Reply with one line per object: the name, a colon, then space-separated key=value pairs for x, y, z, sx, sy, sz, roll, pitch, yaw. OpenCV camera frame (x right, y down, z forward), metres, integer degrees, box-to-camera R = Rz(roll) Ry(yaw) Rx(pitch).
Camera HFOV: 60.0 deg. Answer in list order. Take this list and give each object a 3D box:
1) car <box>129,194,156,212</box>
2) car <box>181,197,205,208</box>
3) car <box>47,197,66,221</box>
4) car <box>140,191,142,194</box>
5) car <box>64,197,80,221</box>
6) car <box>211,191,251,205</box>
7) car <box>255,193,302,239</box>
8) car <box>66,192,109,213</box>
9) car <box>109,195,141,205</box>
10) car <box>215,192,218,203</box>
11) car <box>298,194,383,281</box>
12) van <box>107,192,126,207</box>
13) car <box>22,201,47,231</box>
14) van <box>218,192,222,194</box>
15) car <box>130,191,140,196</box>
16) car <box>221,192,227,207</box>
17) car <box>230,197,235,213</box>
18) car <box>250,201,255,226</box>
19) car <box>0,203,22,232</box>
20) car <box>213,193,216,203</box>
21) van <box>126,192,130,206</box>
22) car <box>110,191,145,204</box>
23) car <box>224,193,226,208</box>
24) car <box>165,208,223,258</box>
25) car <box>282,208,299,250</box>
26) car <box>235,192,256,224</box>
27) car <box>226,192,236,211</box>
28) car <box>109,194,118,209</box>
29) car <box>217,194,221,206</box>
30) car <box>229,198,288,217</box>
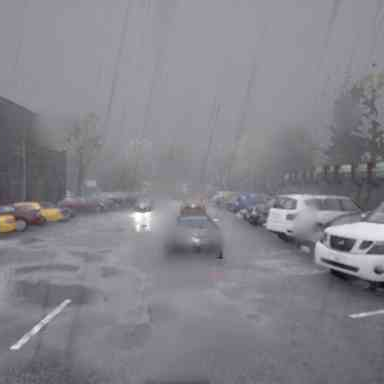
car: x=-5.086 y=1.308 z=36.480 sx=2.128 sy=1.511 sz=4.902 roll=0 pitch=0 yaw=0
car: x=0.095 y=1.204 z=29.394 sx=2.097 sy=1.767 sz=4.553 roll=0 pitch=0 yaw=0
car: x=-11.176 y=1.379 z=21.380 sx=5.366 sy=1.575 sz=1.946 roll=-1 pitch=1 yaw=-20
car: x=-10.956 y=0.975 z=51.054 sx=5.566 sy=2.045 sz=2.435 roll=-1 pitch=0 yaw=-20
car: x=-10.979 y=1.394 z=24.426 sx=4.792 sy=1.488 sz=2.163 roll=-1 pitch=0 yaw=-20
car: x=5.993 y=0.975 z=50.865 sx=5.566 sy=2.045 sz=2.435 roll=1 pitch=0 yaw=-20
car: x=5.966 y=1.162 z=14.591 sx=5.566 sy=2.045 sz=2.435 roll=1 pitch=0 yaw=-20
car: x=-11.025 y=1.195 z=33.276 sx=4.553 sy=1.767 sz=2.185 roll=-1 pitch=0 yaw=-20
car: x=-10.957 y=1.240 z=54.022 sx=4.792 sy=1.488 sz=2.163 roll=-1 pitch=0 yaw=-20
car: x=5.998 y=1.133 z=44.808 sx=4.553 sy=1.767 sz=2.185 roll=1 pitch=1 yaw=-20
car: x=5.905 y=1.191 z=8.524 sx=5.566 sy=2.045 sz=2.435 roll=1 pitch=1 yaw=-20
van: x=-11.098 y=1.050 z=42.118 sx=4.442 sy=1.987 sz=1.878 roll=-1 pitch=1 yaw=-20
car: x=-11.009 y=1.394 z=18.496 sx=5.008 sy=1.535 sz=2.097 roll=-1 pitch=1 yaw=-20
van: x=6.071 y=1.050 z=41.824 sx=4.442 sy=1.987 sz=1.878 roll=1 pitch=0 yaw=-20
car: x=-10.960 y=0.991 z=48.094 sx=5.566 sy=2.045 sz=2.435 roll=-1 pitch=0 yaw=-20
car: x=5.918 y=1.180 z=35.737 sx=4.553 sy=1.767 sz=2.185 roll=1 pitch=0 yaw=-20
car: x=5.768 y=1.362 z=23.583 sx=5.366 sy=1.575 sz=1.946 roll=1 pitch=1 yaw=-20
car: x=5.922 y=1.398 z=17.613 sx=4.892 sy=1.521 sz=2.231 roll=1 pitch=0 yaw=-20
car: x=-11.182 y=1.409 z=15.463 sx=5.366 sy=1.575 sz=1.946 roll=-1 pitch=1 yaw=-20
car: x=5.949 y=0.991 z=47.805 sx=5.566 sy=2.045 sz=2.435 roll=1 pitch=1 yaw=-20
van: x=-11.094 y=1.034 z=45.077 sx=4.442 sy=1.987 sz=1.878 roll=-1 pitch=1 yaw=-20
car: x=-10.995 y=0.944 z=56.938 sx=5.566 sy=2.045 sz=2.435 roll=-1 pitch=1 yaw=-20
car: x=5.923 y=1.195 z=32.708 sx=4.553 sy=1.767 sz=2.185 roll=1 pitch=0 yaw=-20
car: x=0.074 y=1.501 z=12.575 sx=1.994 sy=1.385 sz=4.181 roll=0 pitch=0 yaw=0
car: x=5.901 y=1.457 z=11.549 sx=4.792 sy=1.488 sz=2.163 roll=1 pitch=1 yaw=-20
car: x=5.910 y=1.131 z=20.619 sx=5.566 sy=2.045 sz=2.435 roll=1 pitch=1 yaw=-20
car: x=5.975 y=1.101 z=26.681 sx=5.566 sy=2.045 sz=2.435 roll=1 pitch=0 yaw=-20
car: x=-10.991 y=1.306 z=36.252 sx=4.892 sy=1.521 sz=2.231 roll=-1 pitch=1 yaw=-20
car: x=5.964 y=1.292 z=38.758 sx=4.892 sy=1.521 sz=2.231 roll=1 pitch=1 yaw=-20
car: x=5.917 y=1.366 z=29.684 sx=4.792 sy=1.488 sz=2.163 roll=1 pitch=1 yaw=-20
